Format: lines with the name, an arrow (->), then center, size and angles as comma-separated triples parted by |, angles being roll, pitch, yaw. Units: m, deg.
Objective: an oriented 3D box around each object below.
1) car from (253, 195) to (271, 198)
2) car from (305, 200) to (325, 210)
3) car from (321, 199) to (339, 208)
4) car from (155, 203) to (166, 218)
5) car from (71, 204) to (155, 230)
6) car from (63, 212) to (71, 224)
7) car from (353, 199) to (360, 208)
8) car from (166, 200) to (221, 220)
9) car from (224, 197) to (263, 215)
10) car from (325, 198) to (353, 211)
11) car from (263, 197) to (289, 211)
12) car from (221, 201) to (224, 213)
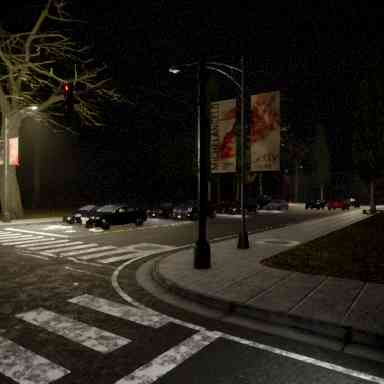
car -> 9.899, 1.471, 48.582 | 2.150, 2.045, 5.566 | 0, 0, 38
car -> 17.796, 1.823, 48.247 | 1.812, 1.442, 4.674 | 0, 0, 35
car -> 23.481, 1.916, 56.354 | 1.812, 1.442, 4.674 | 0, -1, 35
car -> -1.903, 1.666, 31.861 | 2.033, 1.411, 5.357 | 0, 0, 35
car -> -5.016, 1.566, 21.793 | 2.128, 1.511, 4.902 | 0, 0, 35
car -> -7.228, 1.637, 24.312 | 1.994, 1.385, 4.181 | 0, 0, 36
car -> 26.370, 1.891, 54.801 | 2.128, 1.511, 4.902 | 0, -1, 35
car -> 0.229, 1.472, 29.252 | 2.097, 1.767, 4.553 | 0, 0, 35
car -> 5.878, 1.680, 37.283 | 1.837, 1.490, 4.892 | 0, 0, 35
car -> 20.617, 1.658, 46.614 | 2.097, 1.767, 4.553 | 0, 0, 35
car -> 11.823, 1.772, 45.678 | 1.812, 1.442, 4.674 | 0, 0, 36
car -> 3.821, 1.776, 40.013 | 1.895, 1.301, 4.718 | 0, 0, 35
